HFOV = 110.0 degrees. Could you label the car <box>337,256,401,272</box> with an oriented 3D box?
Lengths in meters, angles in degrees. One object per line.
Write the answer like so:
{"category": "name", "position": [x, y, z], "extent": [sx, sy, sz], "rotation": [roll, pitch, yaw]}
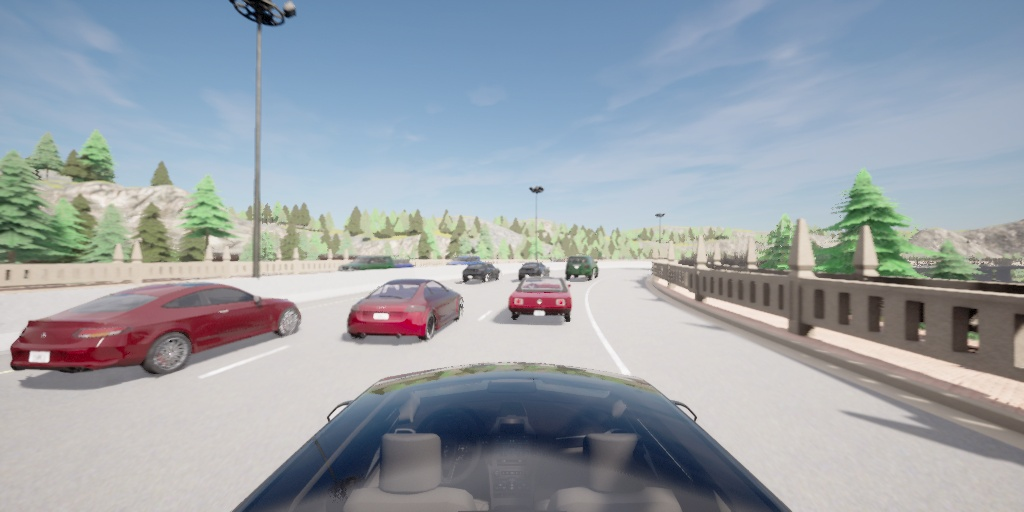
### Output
{"category": "car", "position": [-12.546, 0.988, 31.297], "extent": [2.150, 2.045, 5.566], "rotation": [0, 0, 18]}

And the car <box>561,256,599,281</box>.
{"category": "car", "position": [6.116, 1.004, 31.048], "extent": [2.150, 2.045, 5.566], "rotation": [0, 0, 21]}

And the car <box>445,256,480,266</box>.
{"category": "car", "position": [-5.387, 1.029, 40.203], "extent": [2.150, 2.045, 5.566], "rotation": [0, 0, 25]}

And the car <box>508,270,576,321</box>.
{"category": "car", "position": [1.122, 1.358, 12.531], "extent": [1.895, 1.301, 4.718], "rotation": [0, 0, 8]}

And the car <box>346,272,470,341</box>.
{"category": "car", "position": [-2.693, 1.309, 9.949], "extent": [1.994, 1.385, 4.181], "rotation": [0, 0, 6]}

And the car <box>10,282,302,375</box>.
{"category": "car", "position": [-6.475, 1.256, 7.339], "extent": [1.812, 1.442, 4.674], "rotation": [0, 0, 4]}

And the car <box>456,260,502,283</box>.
{"category": "car", "position": [-2.283, 1.275, 28.174], "extent": [1.837, 1.490, 4.892], "rotation": [0, 0, 18]}

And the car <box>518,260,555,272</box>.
{"category": "car", "position": [1.924, 1.282, 29.705], "extent": [1.837, 1.490, 4.892], "rotation": [0, 0, 19]}

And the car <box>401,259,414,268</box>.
{"category": "car", "position": [-13.028, 1.153, 39.968], "extent": [2.097, 1.767, 4.553], "rotation": [0, 0, 23]}
